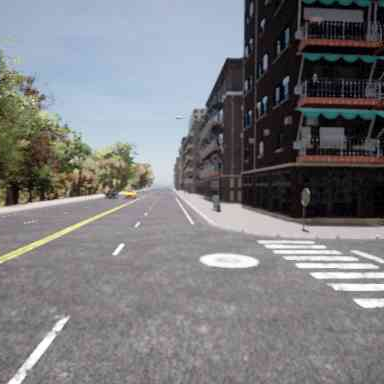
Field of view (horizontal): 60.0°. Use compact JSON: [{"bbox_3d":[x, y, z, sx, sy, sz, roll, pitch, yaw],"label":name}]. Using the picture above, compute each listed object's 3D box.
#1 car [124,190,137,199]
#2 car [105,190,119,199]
[{"bbox_3d":[-10.903,0.366,59.264,1.882,1.535,5.008,0,1,-4],"label":"car"},{"bbox_3d":[-14.145,0.367,59.031,1.837,1.490,4.892,0,1,-4],"label":"car"}]
